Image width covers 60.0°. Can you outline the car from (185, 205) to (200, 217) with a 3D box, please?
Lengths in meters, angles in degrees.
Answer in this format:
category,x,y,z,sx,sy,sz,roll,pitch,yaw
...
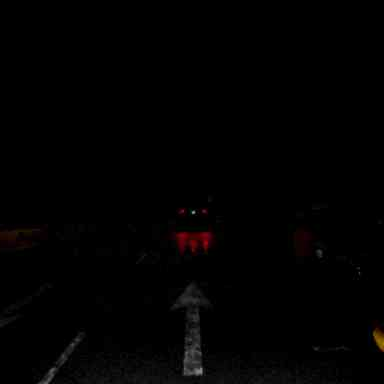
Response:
category,x,y,z,sx,sy,sz,roll,pitch,yaw
car,0.094,2.427,42.877,1.837,1.490,4.892,0,-2,0

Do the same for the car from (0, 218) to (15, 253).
category,x,y,z,sx,sy,sz,roll,pitch,yaw
car,-8.036,1.525,9.240,4.892,1.521,2.231,0,0,0

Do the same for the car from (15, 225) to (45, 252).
category,x,y,z,sx,sy,sz,roll,pitch,yaw
car,-8.227,1.550,12.009,5.366,1.575,1.946,0,0,0

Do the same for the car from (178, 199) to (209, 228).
category,x,y,z,sx,sy,sz,roll,pitch,yaw
car,0.098,1.539,24.906,2.150,2.045,5.566,0,-1,0

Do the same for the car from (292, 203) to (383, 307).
category,x,y,z,sx,sy,sz,roll,pitch,yaw
car,5.067,1.249,6.249,5.566,2.045,2.435,0,0,0

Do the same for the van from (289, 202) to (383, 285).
category,x,y,z,sx,sy,sz,roll,pitch,yaw
van,5.156,1.297,9.141,4.442,1.987,1.878,0,0,0

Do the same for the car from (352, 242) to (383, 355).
category,x,y,z,sx,sy,sz,roll,pitch,yaw
car,4.854,1.486,3.479,5.366,1.575,1.946,0,0,0
